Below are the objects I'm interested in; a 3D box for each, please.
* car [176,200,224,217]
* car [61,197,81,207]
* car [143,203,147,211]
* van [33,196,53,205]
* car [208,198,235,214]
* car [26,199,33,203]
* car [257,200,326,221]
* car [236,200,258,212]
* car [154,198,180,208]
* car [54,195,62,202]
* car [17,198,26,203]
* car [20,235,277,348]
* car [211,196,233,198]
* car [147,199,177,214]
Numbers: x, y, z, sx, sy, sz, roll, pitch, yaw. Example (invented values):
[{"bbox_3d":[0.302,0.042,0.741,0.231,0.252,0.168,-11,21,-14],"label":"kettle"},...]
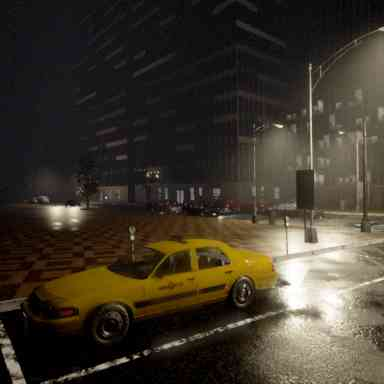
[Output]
[{"bbox_3d":[0.747,1.791,33.867,1.947,1.339,4.313,-2,1,-41],"label":"car"},{"bbox_3d":[-21.358,1.999,59.502,1.802,1.307,4.206,-2,1,-41],"label":"car"},{"bbox_3d":[-4.664,1.799,44.144,1.994,1.385,4.181,-2,1,-40],"label":"car"},{"bbox_3d":[-32.415,1.851,72.315,1.690,1.788,3.998,-2,1,-41],"label":"van"},{"bbox_3d":[2.066,1.683,36.312,1.837,1.490,4.892,-2,0,-41],"label":"car"},{"bbox_3d":[-35.985,2.065,76.461,1.752,1.417,4.829,-2,1,-41],"label":"car"},{"bbox_3d":[8.607,1.667,28.725,2.033,1.411,5.357,-2,1,-41],"label":"car"},{"bbox_3d":[7.142,1.633,39.297,1.802,1.307,4.206,-2,1,-41],"label":"car"},{"bbox_3d":[-3.930,1.713,52.131,1.947,1.339,4.313,-2,1,-41],"label":"car"},{"bbox_3d":[-33.453,1.942,86.355,1.887,1.381,4.507,-2,1,-41],"label":"car"},{"bbox_3d":[-43.353,2.125,85.005,1.752,1.417,4.829,-2,1,-41],"label":"car"},{"bbox_3d":[-0.478,1.524,6.235,4.829,1.417,1.752,0,-1,-35],"label":"car"},{"bbox_3d":[3.444,1.398,43.569,2.192,1.841,5.009,-2,1,-41],"label":"car"},{"bbox_3d":[-2.940,1.697,38.138,1.967,1.590,4.097,-2,1,-41],"label":"car"}]
